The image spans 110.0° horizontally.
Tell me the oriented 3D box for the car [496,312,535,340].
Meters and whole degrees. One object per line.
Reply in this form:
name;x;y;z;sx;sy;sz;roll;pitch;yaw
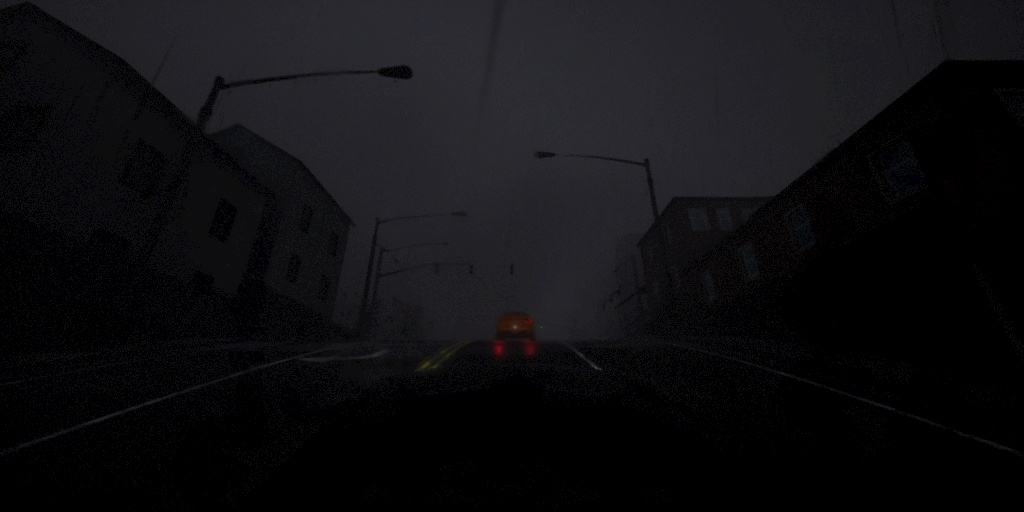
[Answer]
car;0.225;3.799;19.317;1.882;1.535;5.008;0;-14;2
